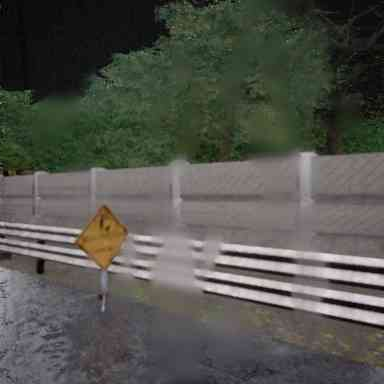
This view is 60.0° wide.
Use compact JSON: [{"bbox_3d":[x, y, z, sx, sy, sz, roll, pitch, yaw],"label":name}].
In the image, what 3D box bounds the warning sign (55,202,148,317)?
[{"bbox_3d":[-1.694,1.142,6.355,1.060,1.860,1.300,-1,0,36],"label":"warning sign"}]
